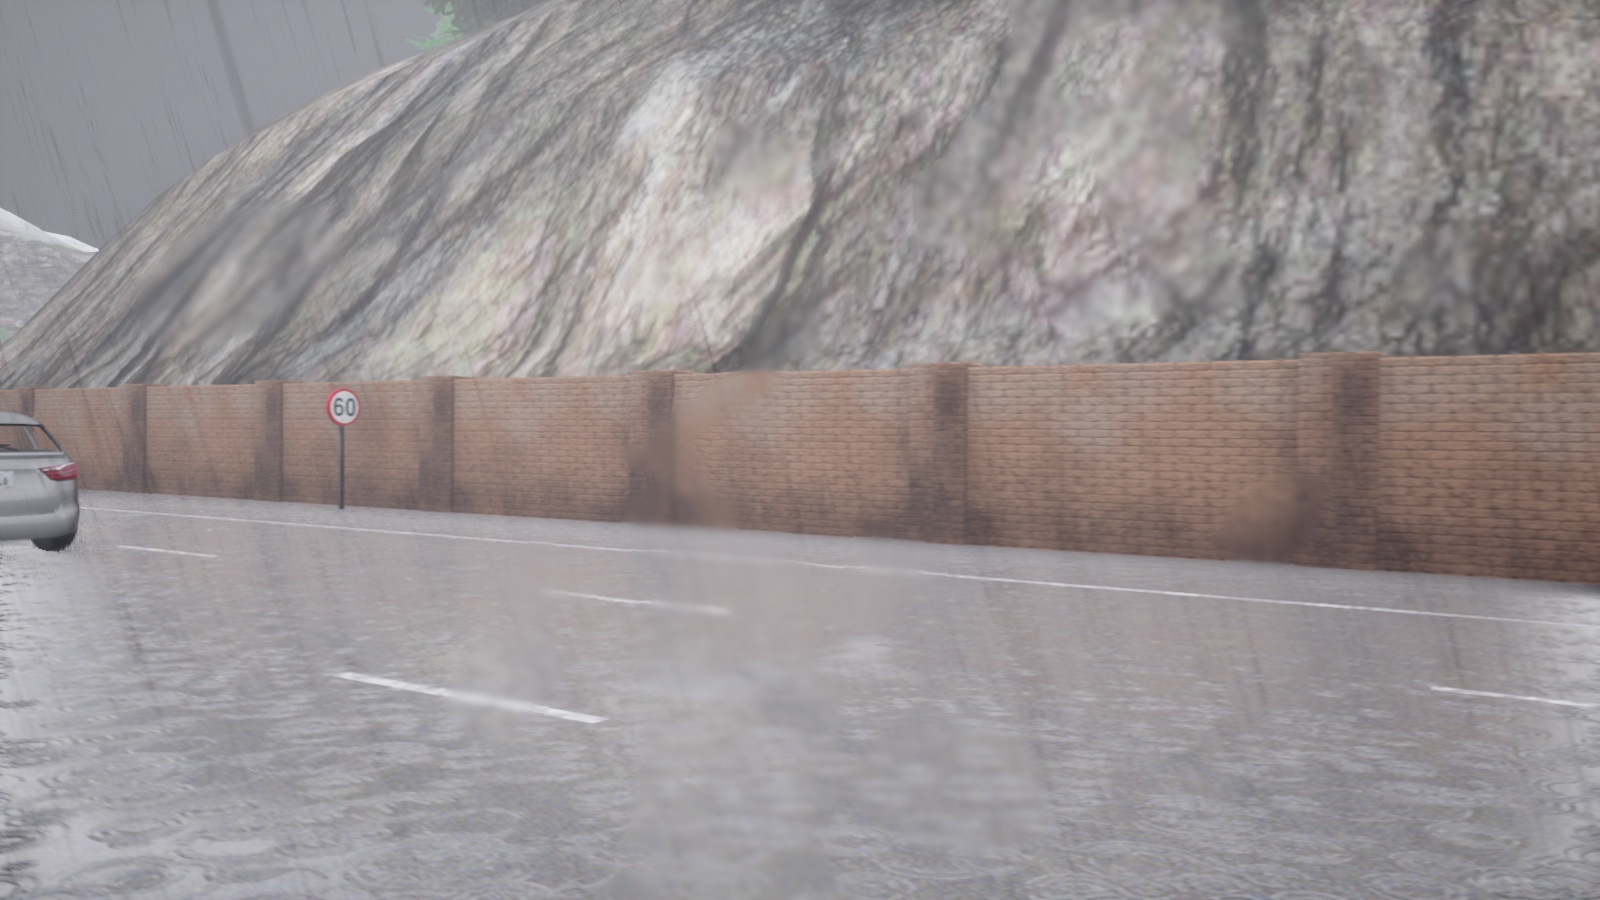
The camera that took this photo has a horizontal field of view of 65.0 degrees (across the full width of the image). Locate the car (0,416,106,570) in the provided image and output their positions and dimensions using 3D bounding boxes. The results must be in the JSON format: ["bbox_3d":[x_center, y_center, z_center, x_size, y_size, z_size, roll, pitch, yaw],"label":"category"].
[{"bbox_3d":[-10.558,0.468,14.834,4.611,1.667,2.242,0,1,34],"label":"car"}]
